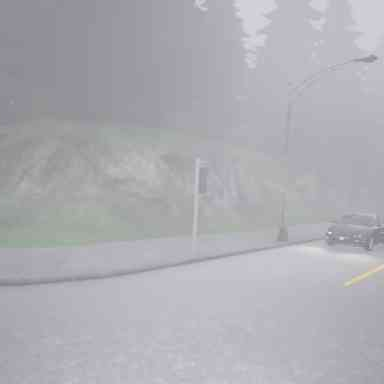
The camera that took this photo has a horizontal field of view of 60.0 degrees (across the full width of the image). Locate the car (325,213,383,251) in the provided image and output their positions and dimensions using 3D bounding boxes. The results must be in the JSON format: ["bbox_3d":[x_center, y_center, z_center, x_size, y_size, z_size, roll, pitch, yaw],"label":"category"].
[{"bbox_3d":[8.122,1.818,16.041,1.837,1.490,4.892,3,0,44],"label":"car"}]
